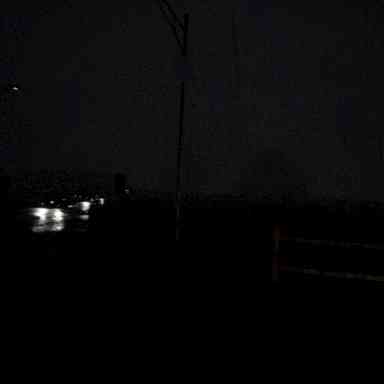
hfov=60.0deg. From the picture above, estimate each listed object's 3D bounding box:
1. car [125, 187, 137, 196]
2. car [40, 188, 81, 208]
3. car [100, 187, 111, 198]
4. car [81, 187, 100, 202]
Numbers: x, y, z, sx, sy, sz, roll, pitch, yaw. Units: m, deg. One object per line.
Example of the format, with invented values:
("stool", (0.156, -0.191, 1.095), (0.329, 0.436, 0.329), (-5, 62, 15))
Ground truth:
("car", (-10.779, -0.073, 59.331), (1.837, 1.490, 4.892), (3, 1, -3))
("car", (-11.004, 0.550, 27.665), (1.994, 1.385, 4.181), (3, 1, -6))
("car", (-12.954, 0.063, 47.802), (2.033, 1.411, 5.357), (3, 1, -4))
("car", (-12.070, 0.253, 37.549), (1.837, 1.490, 4.892), (3, 1, -5))
